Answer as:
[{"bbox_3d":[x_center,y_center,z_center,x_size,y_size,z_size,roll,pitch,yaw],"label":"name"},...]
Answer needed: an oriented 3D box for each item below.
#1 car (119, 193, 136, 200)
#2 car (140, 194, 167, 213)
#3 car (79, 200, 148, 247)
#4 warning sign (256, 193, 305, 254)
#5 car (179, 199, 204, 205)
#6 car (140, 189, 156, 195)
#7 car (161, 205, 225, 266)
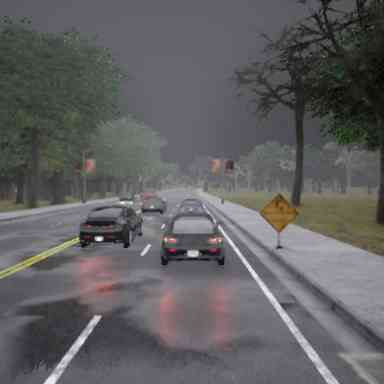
[{"bbox_3d":[-10.131,0.875,52.628,1.994,1.385,4.181,0,1,0],"label":"car"},{"bbox_3d":[-3.289,1.173,29.288,1.994,1.385,4.181,0,1,0],"label":"car"},{"bbox_3d":[-3.214,1.317,13.948,1.837,1.490,4.892,0,1,0],"label":"car"},{"bbox_3d":[2.823,0.967,10.806,1.300,1.860,1.060,0,0,0],"label":"warning sign"},{"bbox_3d":[-0.041,1.211,25.148,2.033,1.411,5.357,0,1,0],"label":"car"},{"bbox_3d":[-6.884,0.530,52.918,2.150,2.045,5.566,0,0,0],"label":"car"},{"bbox_3d":[0.027,1.377,10.841,1.812,1.442,4.674,0,1,0],"label":"car"}]
